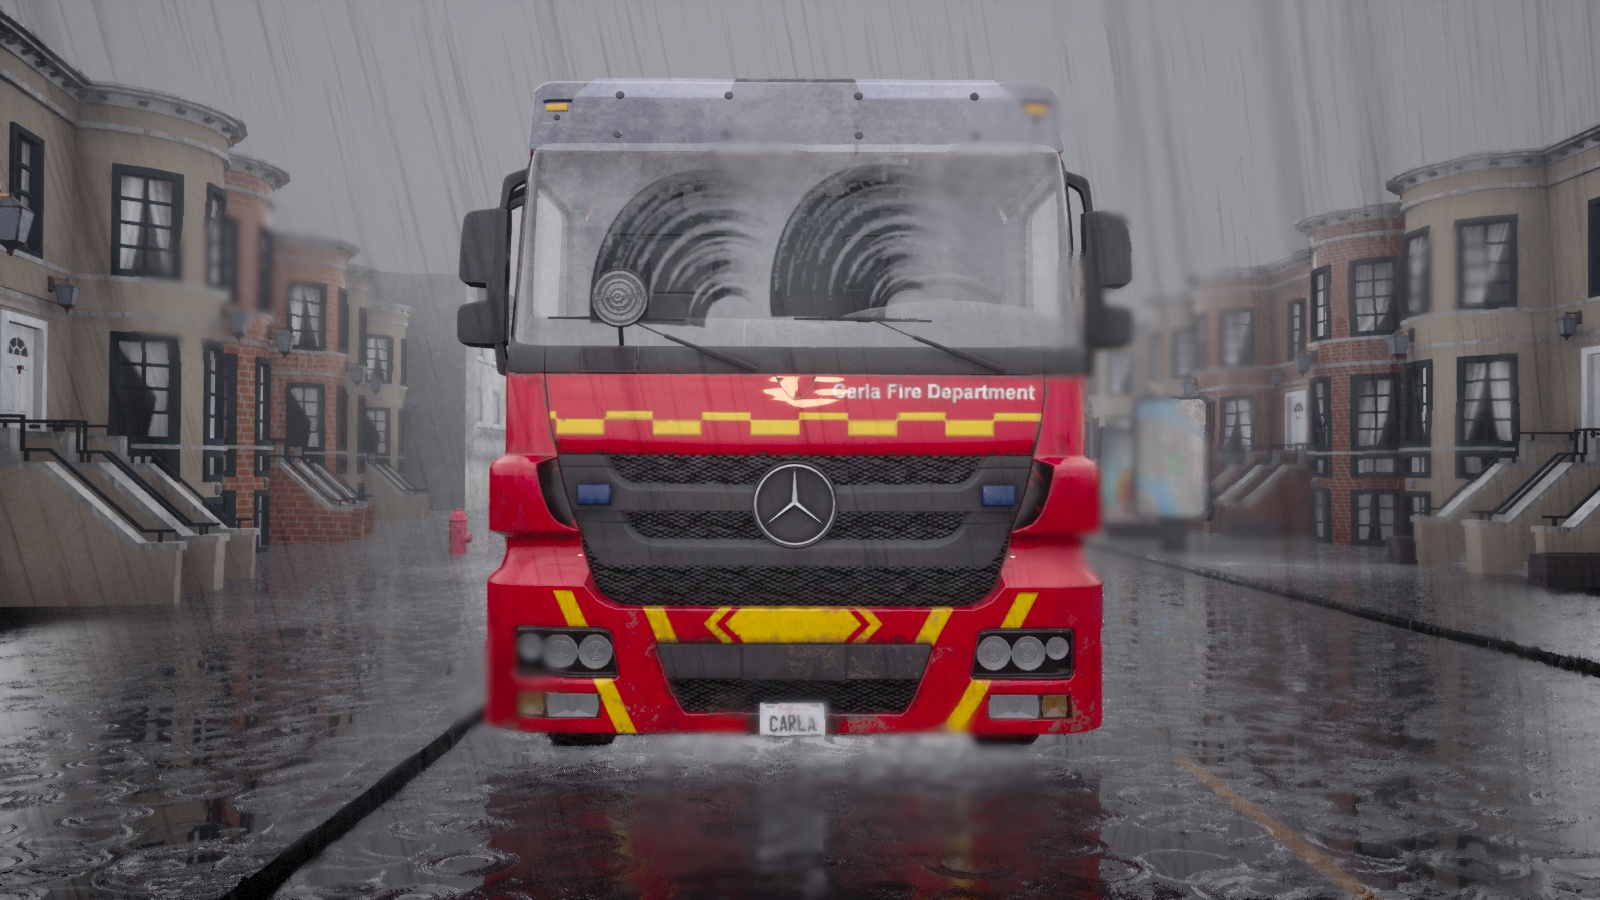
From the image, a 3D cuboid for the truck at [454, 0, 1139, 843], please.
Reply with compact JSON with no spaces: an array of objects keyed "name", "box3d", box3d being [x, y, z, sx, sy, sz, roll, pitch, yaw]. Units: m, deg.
[{"name":"truck","box3d":[-0.032,-0.190,9.565,2.891,3.827,8.468,0,-1,0]}]
